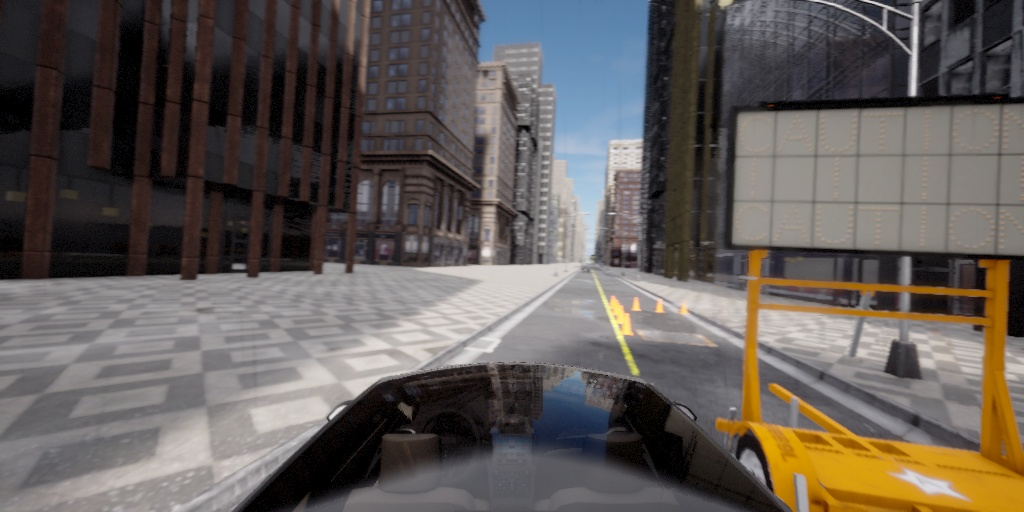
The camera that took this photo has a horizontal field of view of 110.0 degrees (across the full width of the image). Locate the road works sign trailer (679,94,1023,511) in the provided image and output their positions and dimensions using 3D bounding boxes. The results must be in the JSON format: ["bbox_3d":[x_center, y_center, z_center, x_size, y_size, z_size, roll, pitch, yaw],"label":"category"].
[{"bbox_3d":[3.096,0.390,3.321,2.380,3.560,2.880,0,0,12],"label":"road works sign trailer"}]

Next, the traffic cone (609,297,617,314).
[{"bbox_3d":[4.154,2.041,14.342,0.340,0.580,0.340,0,0,12],"label":"traffic cone"}]

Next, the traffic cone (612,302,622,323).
[{"bbox_3d":[3.735,2.002,12.387,0.340,0.580,0.340,0,0,12],"label":"traffic cone"}]

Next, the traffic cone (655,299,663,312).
[{"bbox_3d":[6.525,2.177,15.877,0.340,0.580,0.340,0,0,12],"label":"traffic cone"}]

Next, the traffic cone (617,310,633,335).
[{"bbox_3d":[3.316,1.962,10.432,0.340,0.580,0.340,0,0,12],"label":"traffic cone"}]

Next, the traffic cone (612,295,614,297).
[{"bbox_3d":[4.573,2.081,16.297,0.340,0.580,0.340,0,0,12],"label":"traffic cone"}]

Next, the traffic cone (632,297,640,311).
[{"bbox_3d":[5.549,2.129,16.087,0.340,0.580,0.340,0,0,12],"label":"traffic cone"}]
